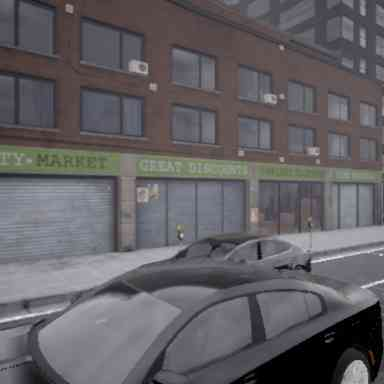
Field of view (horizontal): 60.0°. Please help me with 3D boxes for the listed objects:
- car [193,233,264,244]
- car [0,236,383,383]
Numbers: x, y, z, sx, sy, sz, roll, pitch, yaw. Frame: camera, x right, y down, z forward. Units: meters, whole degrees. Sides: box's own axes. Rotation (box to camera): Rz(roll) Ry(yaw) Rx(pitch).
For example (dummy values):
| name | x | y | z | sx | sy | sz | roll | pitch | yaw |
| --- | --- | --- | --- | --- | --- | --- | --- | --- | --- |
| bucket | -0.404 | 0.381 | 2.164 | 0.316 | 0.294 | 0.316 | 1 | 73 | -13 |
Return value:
| name | x | y | z | sx | sy | sz | roll | pitch | yaw |
| --- | --- | --- | --- | --- | --- | --- | --- | --- | --- |
| car | 0.778 | 1.603 | 7.101 | 4.313 | 1.339 | 1.947 | 1 | -1 | -36 |
| car | -0.130 | 1.490 | 3.163 | 5.008 | 1.535 | 1.882 | 0 | 0 | -36 |
